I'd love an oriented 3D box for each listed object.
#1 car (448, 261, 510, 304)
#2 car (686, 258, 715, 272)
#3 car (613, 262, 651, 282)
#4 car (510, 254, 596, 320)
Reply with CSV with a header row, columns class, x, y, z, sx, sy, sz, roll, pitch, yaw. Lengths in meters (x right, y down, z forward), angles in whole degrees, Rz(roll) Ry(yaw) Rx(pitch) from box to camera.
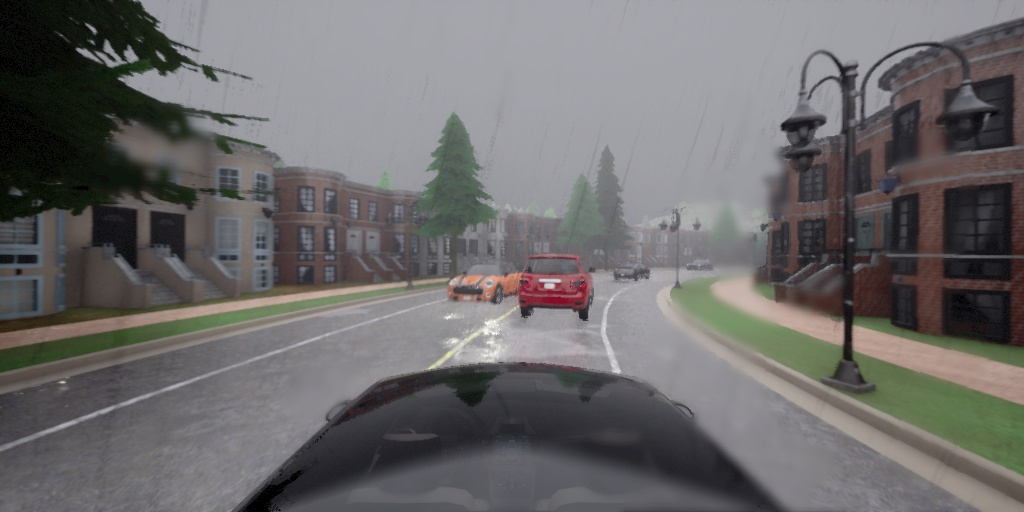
class,x,y,z,sx,sy,sz,roll,pitch,yaw
car,-1.041,1.058,16.056,2.097,1.767,4.553,1,0,19
car,25.953,1.195,49.375,4.553,1.767,2.097,0,0,-36
car,9.906,1.252,29.378,2.128,1.511,4.902,0,0,36
car,1.757,0.958,12.939,2.150,2.045,5.566,0,0,14
